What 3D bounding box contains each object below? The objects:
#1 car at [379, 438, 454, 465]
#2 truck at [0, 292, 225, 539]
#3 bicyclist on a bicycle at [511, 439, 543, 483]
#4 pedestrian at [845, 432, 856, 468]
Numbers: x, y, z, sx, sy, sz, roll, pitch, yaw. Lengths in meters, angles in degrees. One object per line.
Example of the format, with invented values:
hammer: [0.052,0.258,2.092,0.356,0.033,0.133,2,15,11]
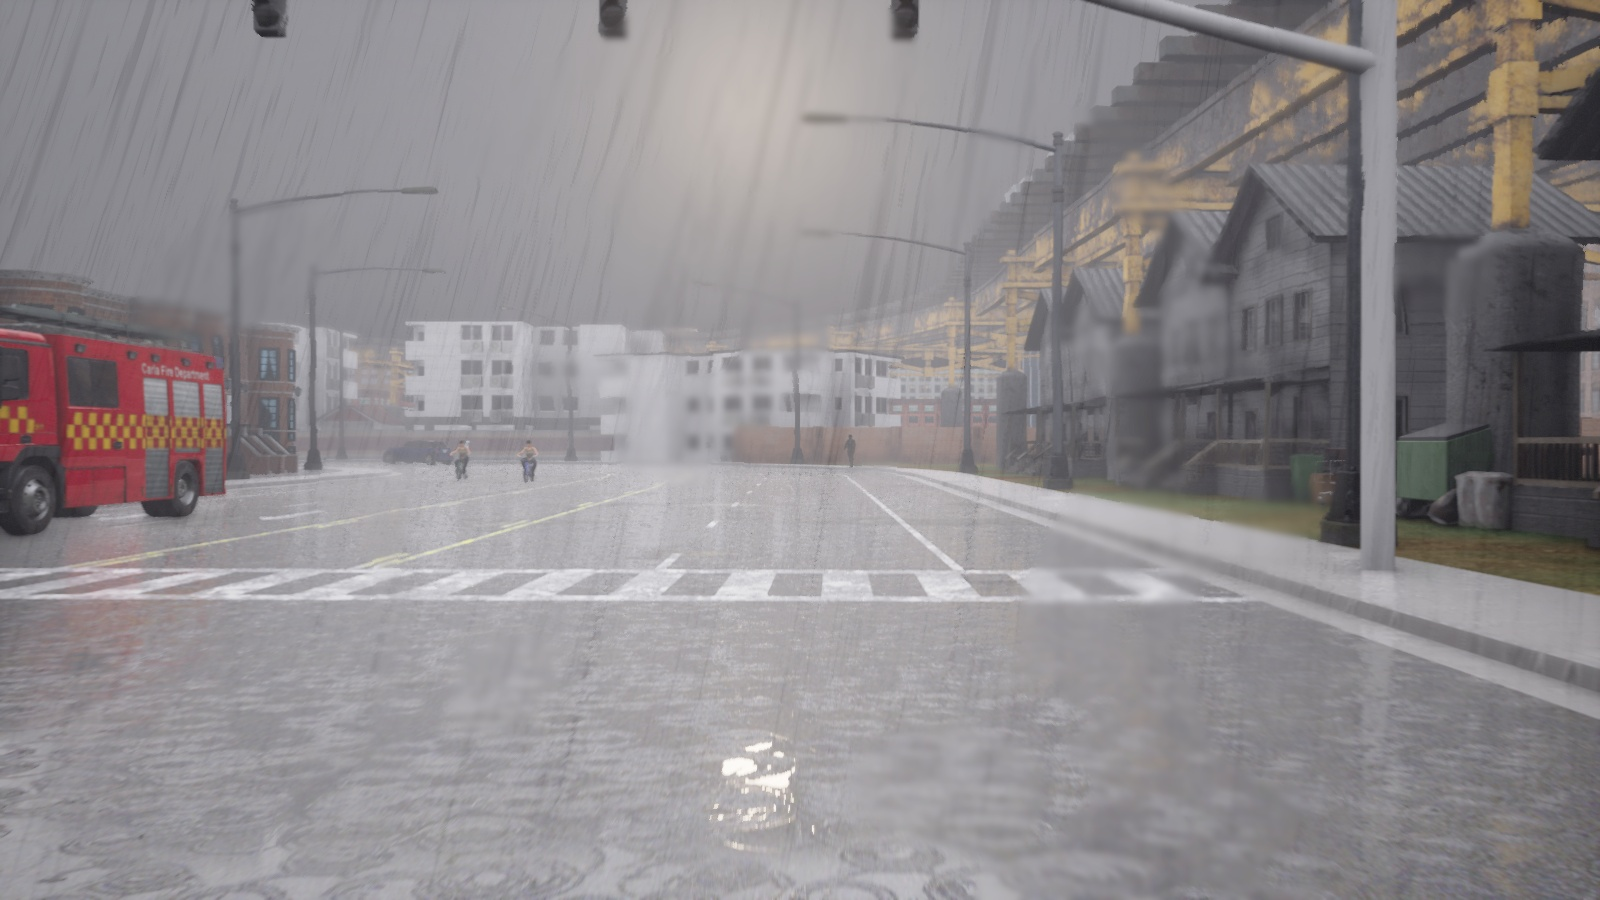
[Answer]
car: [-25.941,0.105,84.996,4.553,1.767,2.097,0,0,20]
truck: [-13.851,-0.558,22.799,2.891,3.827,8.468,0,0,0]
bicyclist on a bicycle: [-10.219,0.409,47.085,0.866,1.612,1.509,0,0,0]
pedestrian: [2.725,0.022,67.687,0.395,1.930,0.692,0,0,-17]
